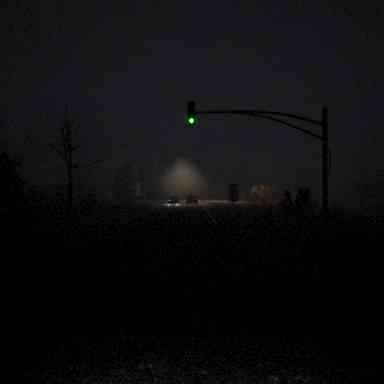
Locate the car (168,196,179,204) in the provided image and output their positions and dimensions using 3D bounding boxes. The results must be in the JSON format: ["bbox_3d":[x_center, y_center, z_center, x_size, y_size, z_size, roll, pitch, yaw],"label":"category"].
[{"bbox_3d":[-3.505,1.527,63.890,1.837,1.490,4.892,0,0,0],"label":"car"}]

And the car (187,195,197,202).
[{"bbox_3d":[-0.005,1.362,69.726,1.837,1.490,4.892,0,0,0],"label":"car"}]

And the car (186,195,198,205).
[{"bbox_3d":[-0.004,1.369,59.690,2.097,1.767,4.553,0,0,0],"label":"car"}]
